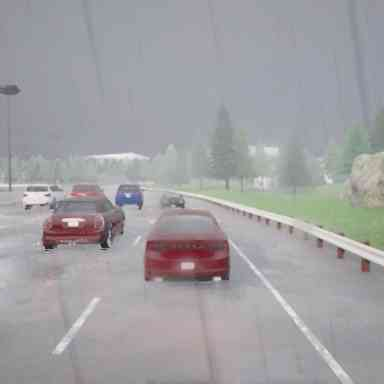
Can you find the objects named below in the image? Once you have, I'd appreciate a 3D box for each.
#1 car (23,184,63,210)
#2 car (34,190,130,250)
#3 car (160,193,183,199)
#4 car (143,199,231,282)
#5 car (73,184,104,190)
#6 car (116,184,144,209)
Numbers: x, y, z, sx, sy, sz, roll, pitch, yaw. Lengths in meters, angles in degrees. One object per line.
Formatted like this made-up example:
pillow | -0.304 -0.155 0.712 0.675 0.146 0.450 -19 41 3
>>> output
car | -12.331 0.352 28.116 2.150 2.045 5.566 0 2 -8
car | -3.838 0.960 12.550 2.097 1.767 4.553 0 2 -3
car | -1.745 0.729 28.034 1.895 1.301 4.718 0 2 -7
car | -0.153 1.197 8.920 1.882 1.535 5.008 0 2 -2
car | -8.842 0.342 28.400 2.150 2.045 5.566 0 2 -8
car | -5.342 0.333 28.633 2.150 2.045 5.566 0 2 -8
